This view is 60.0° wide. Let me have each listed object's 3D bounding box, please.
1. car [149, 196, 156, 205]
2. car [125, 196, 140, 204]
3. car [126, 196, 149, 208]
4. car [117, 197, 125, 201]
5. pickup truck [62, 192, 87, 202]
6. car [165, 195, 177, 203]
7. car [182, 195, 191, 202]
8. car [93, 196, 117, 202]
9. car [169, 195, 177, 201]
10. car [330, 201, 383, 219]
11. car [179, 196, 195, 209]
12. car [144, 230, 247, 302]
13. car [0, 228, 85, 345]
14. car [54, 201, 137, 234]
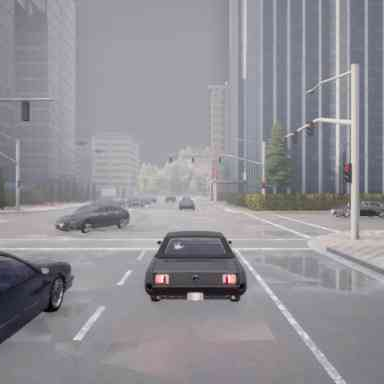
[{"bbox_3d":[-8.033,1.547,57.370,2.033,1.411,5.357,0,0,-1],"label":"car"},{"bbox_3d":[-11.625,1.547,65.575,2.033,1.411,5.357,0,0,0],"label":"car"},{"bbox_3d":[-7.894,1.564,48.064,1.994,1.385,4.181,0,0,-1],"label":"car"},{"bbox_3d":[-11.453,1.526,51.042,1.812,1.442,4.674,0,0,-1],"label":"car"},{"bbox_3d":[-24.773,1.059,69.285,2.390,2.098,6.274,0,0,30],"label":"pickup truck"},{"bbox_3d":[-4.650,1.501,71.342,1.837,1.490,4.892,0,0,-1],"label":"car"},{"bbox_3d":[-1.300,1.539,78.984,2.033,1.411,5.357,0,0,-1],"label":"car"},{"bbox_3d":[-11.308,1.352,42.144,2.097,1.767,4.553,0,0,-1],"label":"car"},{"bbox_3d":[-4.891,1.524,84.781,1.812,1.442,4.674,0,0,-1],"label":"car"},{"bbox_3d":[14.267,1.491,28.109,4.902,1.511,2.128,0,0,-1],"label":"car"},{"bbox_3d":[-0.658,1.564,44.232,1.994,1.385,4.181,0,0,-1],"label":"car"},{"bbox_3d":[0.066,1.601,8.230,1.895,1.301,4.718,0,0,0],"label":"car"},{"bbox_3d":[-3.436,1.547,4.634,2.033,1.411,5.357,0,0,0],"label":"car"},{"bbox_3d":[-5.692,1.505,19.502,1.837,1.490,4.892,-2,-1,29],"label":"car"}]
